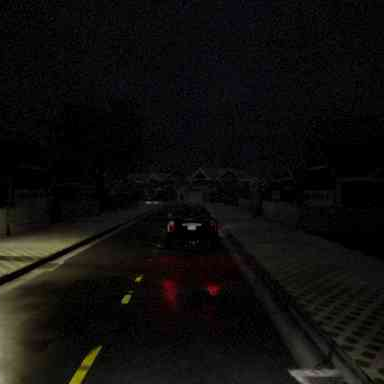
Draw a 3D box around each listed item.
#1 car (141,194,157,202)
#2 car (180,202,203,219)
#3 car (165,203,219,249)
[{"bbox_3d":[-9.504,1.327,73.486,2.097,1.767,4.553,0,0,-31],"label":"car"},{"bbox_3d":[-0.017,1.608,29.682,1.895,1.301,4.718,0,0,0],"label":"car"},{"bbox_3d":[-0.006,1.363,14.621,2.097,1.767,4.553,0,0,0],"label":"car"}]
